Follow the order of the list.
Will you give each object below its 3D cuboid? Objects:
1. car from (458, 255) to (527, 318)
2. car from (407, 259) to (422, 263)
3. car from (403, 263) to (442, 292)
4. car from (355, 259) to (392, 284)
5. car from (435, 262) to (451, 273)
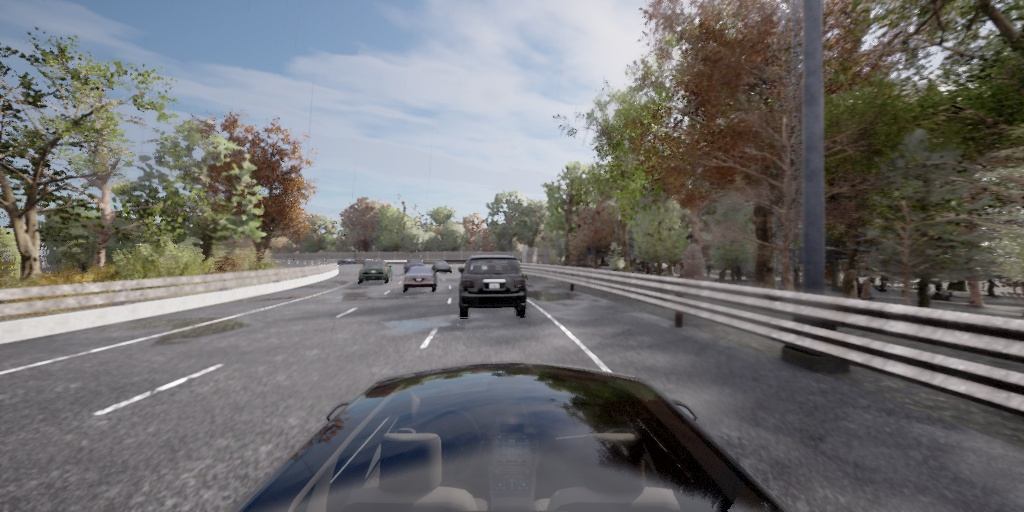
[{"bbox_3d":[-0.797,0.979,13.227,2.150,2.045,5.566,0,0,-6],"label":"car"},{"bbox_3d":[-11.281,1.159,41.308,2.097,1.767,4.553,0,0,-21],"label":"car"},{"bbox_3d":[-5.493,1.325,21.826,2.033,1.411,5.357,0,0,-11],"label":"car"},{"bbox_3d":[-10.532,1.150,27.900,2.097,1.767,4.553,0,0,-15],"label":"car"},{"bbox_3d":[-8.854,1.363,44.385,1.994,1.385,4.181,0,0,-23],"label":"car"}]
